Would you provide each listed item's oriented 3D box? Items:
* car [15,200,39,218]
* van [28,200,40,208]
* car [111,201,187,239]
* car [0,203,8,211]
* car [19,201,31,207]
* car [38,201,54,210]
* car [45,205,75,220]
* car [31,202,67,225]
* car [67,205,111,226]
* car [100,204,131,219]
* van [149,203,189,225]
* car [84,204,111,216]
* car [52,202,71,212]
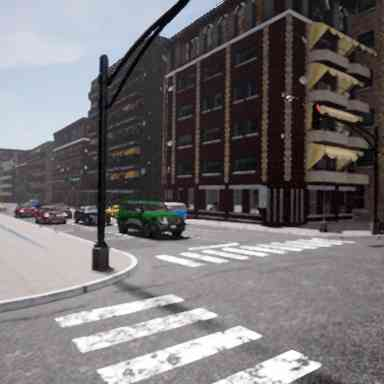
[{"bbox_3d":[-18.924,2.081,38.060,1.967,1.590,4.097,0,-1,-36],"label":"car"},{"bbox_3d":[-35.528,2.677,74.848,1.690,1.788,3.998,0,-1,-36],"label":"van"},{"bbox_3d":[-2.621,1.555,20.124,2.150,2.045,5.566,1,-1,-36],"label":"car"},{"bbox_3d":[-32.145,2.490,56.140,1.752,1.417,4.829,0,-1,-36],"label":"car"},{"bbox_3d":[-42.186,3.066,83.954,1.947,1.339,4.313,0,-1,-36],"label":"car"},{"bbox_3d":[-28.865,2.612,65.738,1.967,1.590,4.097,0,-1,-36],"label":"car"},{"bbox_3d":[-14.455,2.185,36.325,1.994,1.385,4.181,1,-1,-36],"label":"car"},{"bbox_3d":[-12.263,1.919,28.952,1.967,1.590,4.097,0,-1,-36],"label":"car"},{"bbox_3d":[-8.548,1.969,28.227,2.128,1.511,4.902,1,-1,-36],"label":"car"},{"bbox_3d":[-8.982,2.210,38.549,1.752,1.417,4.829,0,-1,-36],"label":"car"},{"bbox_3d":[-2.085,1.865,29.405,1.690,1.788,3.998,0,-1,-36],"label":"van"},{"bbox_3d":[-12.212,2.330,42.965,1.947,1.339,4.313,0,-1,-36],"label":"car"},{"bbox_3d":[-22.304,2.536,56.766,1.752,1.417,4.829,0,-1,-36],"label":"car"}]
